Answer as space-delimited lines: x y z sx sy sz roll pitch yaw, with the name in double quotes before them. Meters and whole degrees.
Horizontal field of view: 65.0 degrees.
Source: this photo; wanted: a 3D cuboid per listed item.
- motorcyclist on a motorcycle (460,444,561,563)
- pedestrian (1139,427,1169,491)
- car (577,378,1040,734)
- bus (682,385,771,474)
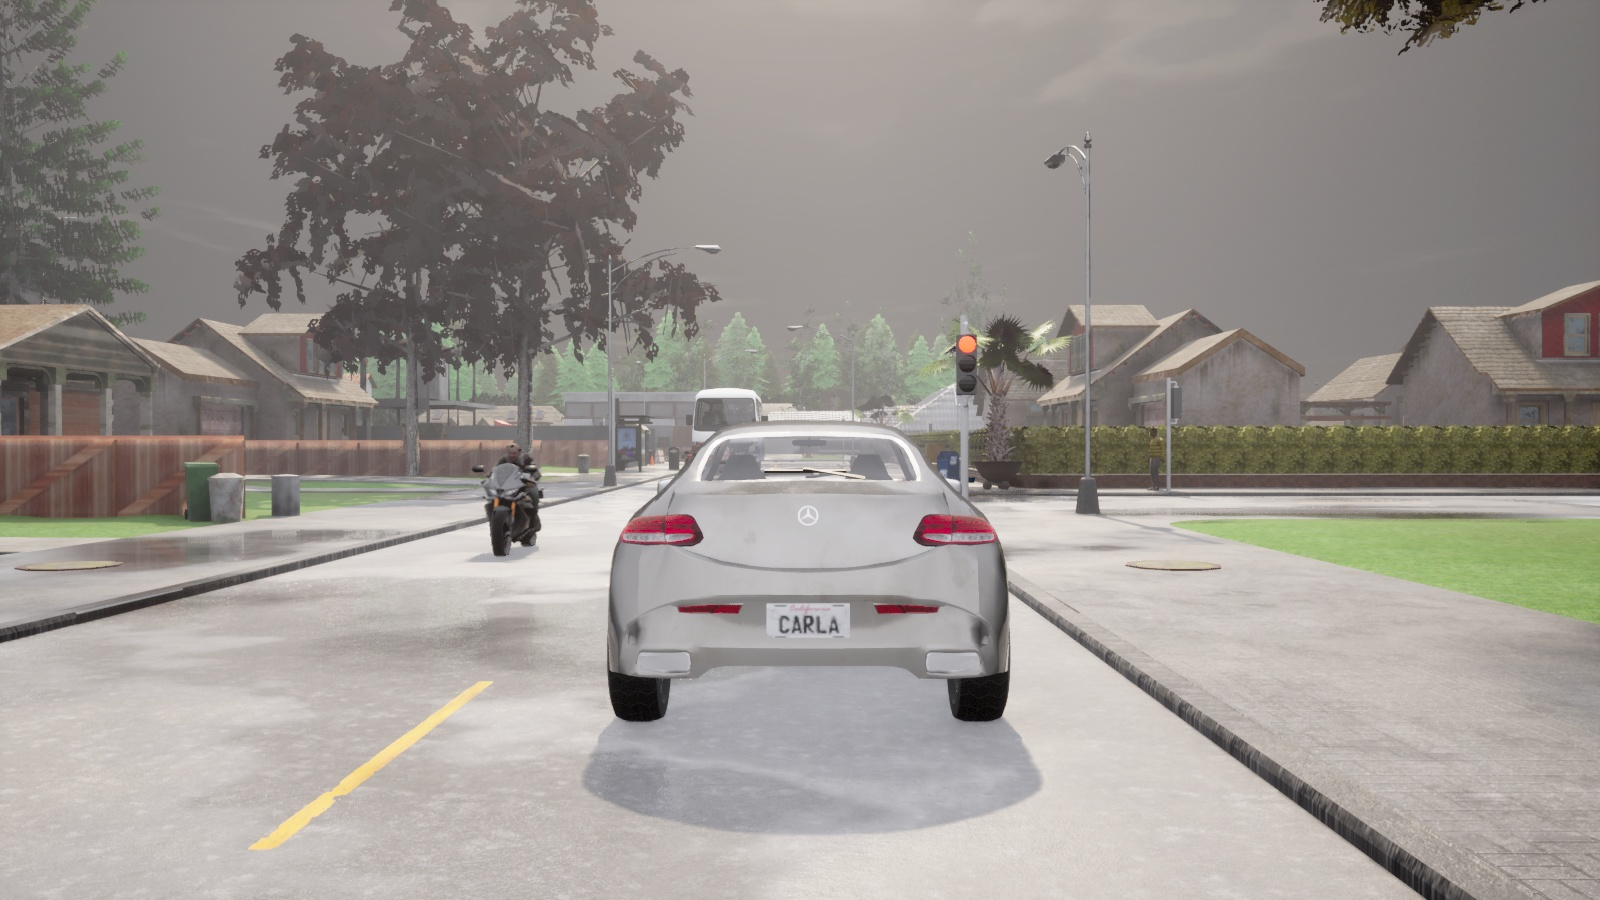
"motorcyclist on a motorcycle" -3.927 0.681 17.240 0.866 1.530 2.191 0 0 0
"pedestrian" 10.225 0.260 36.252 0.709 1.840 0.431 0 0 -14
"car" 0.062 0.478 8.355 2.152 1.651 5.027 0 0 1
"bus" -3.622 -1.001 65.183 3.944 4.253 10.273 0 0 0
